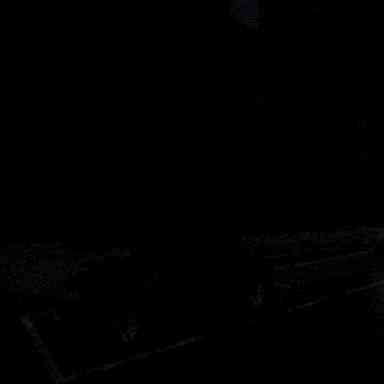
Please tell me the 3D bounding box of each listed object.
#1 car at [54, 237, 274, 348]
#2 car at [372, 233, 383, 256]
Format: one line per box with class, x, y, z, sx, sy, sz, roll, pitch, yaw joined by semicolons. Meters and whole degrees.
car;-0.276;1.597;6.345;4.313;1.339;1.947;1;-1;-35
car;8.682;1.657;12.732;4.829;1.417;1.752;1;-1;-35
